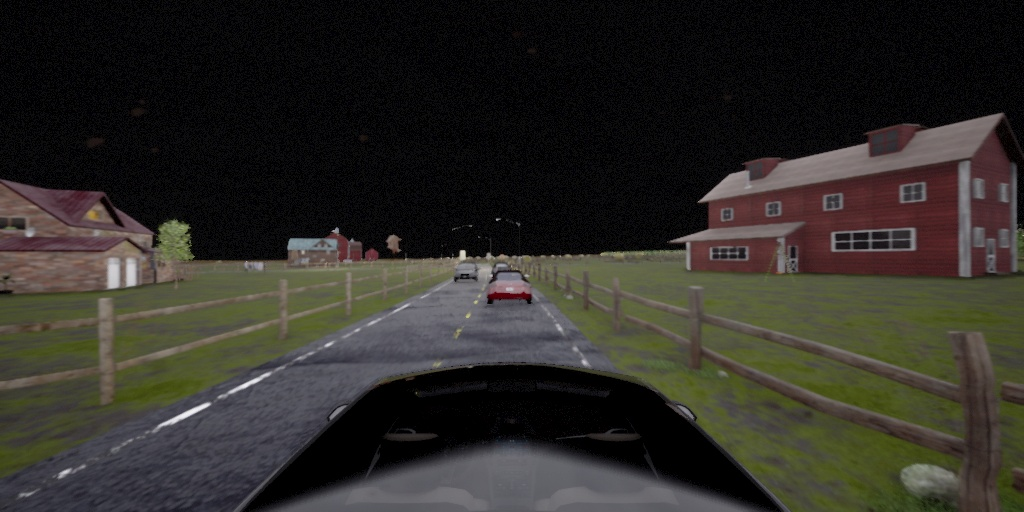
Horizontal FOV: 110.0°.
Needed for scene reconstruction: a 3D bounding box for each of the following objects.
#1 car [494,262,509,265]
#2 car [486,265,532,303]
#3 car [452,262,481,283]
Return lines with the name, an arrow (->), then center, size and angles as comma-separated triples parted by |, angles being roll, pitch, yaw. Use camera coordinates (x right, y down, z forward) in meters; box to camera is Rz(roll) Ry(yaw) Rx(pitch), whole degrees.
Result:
car -> -1.004, 1.296, 34.522 | 1.812, 1.442, 4.674 | 0, 0, -4
car -> -0.150, 1.320, 16.630 | 1.994, 1.385, 4.181 | 0, 0, -2
car -> -3.602, 1.277, 28.829 | 1.837, 1.490, 4.892 | 0, 0, -3
